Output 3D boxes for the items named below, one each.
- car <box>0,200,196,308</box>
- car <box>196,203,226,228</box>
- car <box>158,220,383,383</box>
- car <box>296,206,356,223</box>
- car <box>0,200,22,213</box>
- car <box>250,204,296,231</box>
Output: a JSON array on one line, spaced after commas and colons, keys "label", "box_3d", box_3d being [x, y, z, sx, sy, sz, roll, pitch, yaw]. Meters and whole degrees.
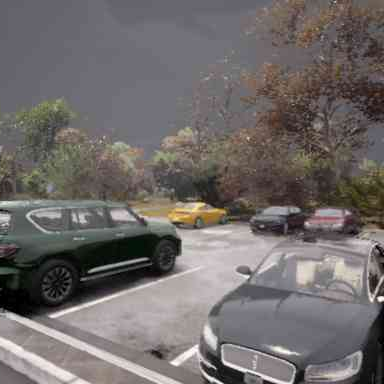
[{"label": "car", "box_3d": [-2.573, 1.216, 8.313, 2.435, 2.045, 5.566, 0, 0, 36]}, {"label": "car", "box_3d": [0.480, 1.480, 22.163, 2.097, 1.535, 5.008, 0, 0, 36]}, {"label": "car", "box_3d": [1.976, 1.468, 5.039, 2.231, 1.521, 4.892, 0, 0, 35]}, {"label": "car", "box_3d": [7.284, 1.506, 17.314, 2.002, 1.452, 4.674, 0, 0, 36]}, {"label": "car", "box_3d": [-22.698, 1.685, 38.721, 2.002, 1.452, 4.674, 0, 0, 36]}, {"label": "car", "box_3d": [5.017, 1.467, 18.936, 2.097, 1.535, 5.008, 0, 0, 36]}]
